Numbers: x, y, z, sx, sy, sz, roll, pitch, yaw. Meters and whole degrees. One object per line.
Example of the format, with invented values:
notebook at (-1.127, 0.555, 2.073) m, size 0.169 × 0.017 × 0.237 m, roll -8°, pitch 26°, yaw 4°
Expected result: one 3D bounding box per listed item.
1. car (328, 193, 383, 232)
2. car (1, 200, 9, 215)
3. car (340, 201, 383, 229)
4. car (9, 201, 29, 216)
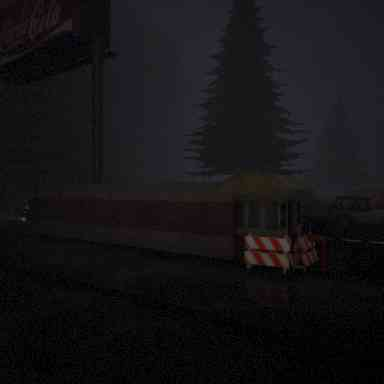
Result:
car at (9.282, 1.149, 17.621) m, size 3.866 × 1.878 × 1.905 m, roll 0°, pitch 0°, yaw 35°
car at (-18.694, 1.491, 31.092) m, size 2.128 × 1.511 × 4.902 m, roll 0°, pitch 0°, yaw 35°
car at (11.219, 1.338, 19.680) m, size 4.193 × 1.474 × 1.816 m, roll 0°, pitch 0°, yaw 35°
car at (-14.172, 1.352, 31.426) m, size 2.097 × 1.767 × 4.553 m, roll 0°, pitch 0°, yaw 35°
